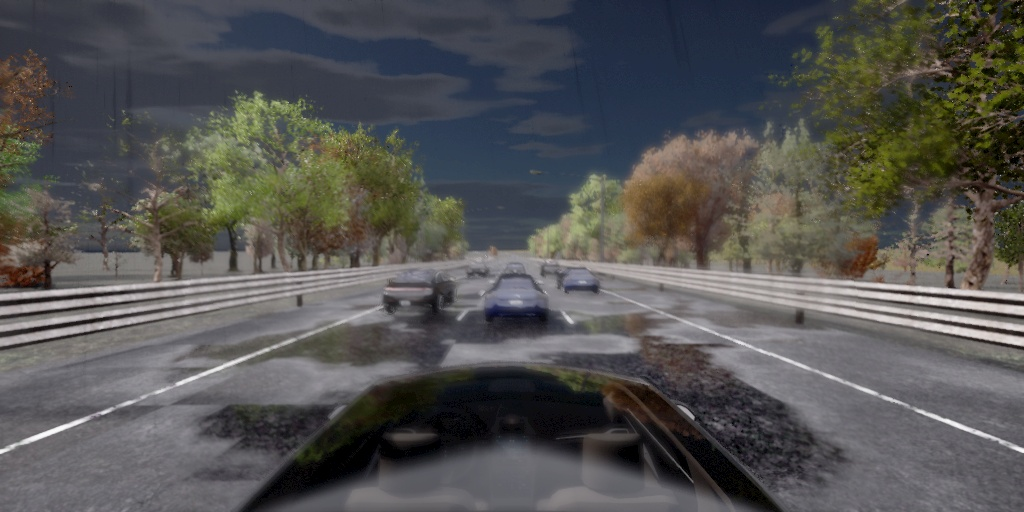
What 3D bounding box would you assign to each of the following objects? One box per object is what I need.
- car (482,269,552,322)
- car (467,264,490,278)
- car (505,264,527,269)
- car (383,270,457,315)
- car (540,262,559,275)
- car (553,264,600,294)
[{"bbox_3d":[0.161,1.340,12.515,1.994,1.385,4.181,0,0,1],"label":"car"},{"bbox_3d":[-3.153,1.435,34.741,1.895,1.301,4.718,0,0,0],"label":"car"},{"bbox_3d":[0.323,1.373,31.781,2.033,1.411,5.357,0,0,1],"label":"car"},{"bbox_3d":[-3.324,1.271,13.714,2.128,1.511,4.902,0,0,1],"label":"car"},{"bbox_3d":[3.854,1.328,35.682,2.128,1.511,4.902,0,0,0],"label":"car"},{"bbox_3d":[3.739,1.360,20.732,1.994,1.385,4.181,0,0,0],"label":"car"}]
